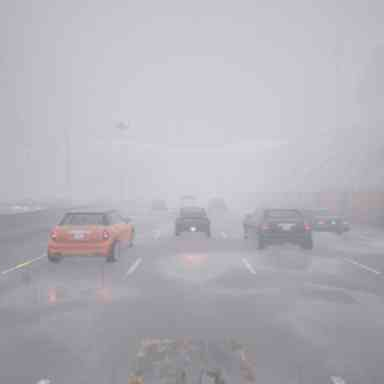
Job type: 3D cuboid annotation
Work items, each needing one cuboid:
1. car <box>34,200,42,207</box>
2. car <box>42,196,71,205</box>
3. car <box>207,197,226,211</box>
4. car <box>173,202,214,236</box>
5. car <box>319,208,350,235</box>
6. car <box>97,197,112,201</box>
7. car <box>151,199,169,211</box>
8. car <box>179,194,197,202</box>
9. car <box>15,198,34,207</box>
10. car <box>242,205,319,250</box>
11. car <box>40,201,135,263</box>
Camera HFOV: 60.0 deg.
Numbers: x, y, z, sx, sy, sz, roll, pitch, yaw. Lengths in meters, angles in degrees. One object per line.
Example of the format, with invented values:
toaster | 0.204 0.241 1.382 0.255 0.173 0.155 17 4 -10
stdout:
car | -21.868 1.414 51.248 2.097 1.767 4.553 0 0 -1
car | -18.249 1.534 45.715 1.882 1.535 5.008 0 0 -1
car | 3.011 1.445 41.723 2.097 1.767 4.553 0 0 -1
car | 0.019 1.545 18.744 1.837 1.490 4.892 0 0 -1
car | 7.061 1.602 19.208 2.033 1.411 5.357 0 0 -1
car | -14.995 1.584 57.043 2.128 1.511 4.902 0 0 -1
car | -3.976 1.583 41.292 1.837 1.490 4.892 0 0 -1
car | -0.515 1.311 43.153 2.150 2.045 5.566 0 0 -2
car | -25.360 1.615 51.036 1.994 1.385 4.181 0 0 -1
car | 3.556 1.390 14.664 2.097 1.767 4.553 0 0 0
car | -3.428 1.370 12.193 2.097 1.767 4.553 0 0 0
